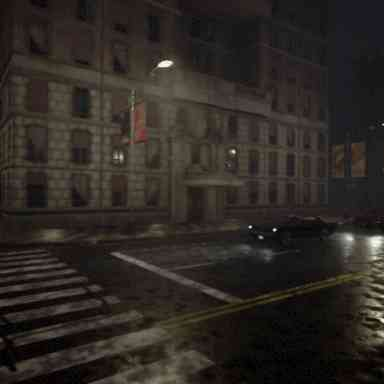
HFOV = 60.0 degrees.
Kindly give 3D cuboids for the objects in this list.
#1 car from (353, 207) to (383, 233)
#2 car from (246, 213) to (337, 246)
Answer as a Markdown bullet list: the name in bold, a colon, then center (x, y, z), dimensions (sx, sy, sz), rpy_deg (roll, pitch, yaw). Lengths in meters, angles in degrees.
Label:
- **car**: center (12.297, 1.685, 21.279), dimensions (5.008, 1.535, 1.882), rpy_deg (1, 0, -34)
- **car**: center (4.865, 1.723, 16.053), dimensions (4.718, 1.301, 1.895), rpy_deg (1, 0, -35)
